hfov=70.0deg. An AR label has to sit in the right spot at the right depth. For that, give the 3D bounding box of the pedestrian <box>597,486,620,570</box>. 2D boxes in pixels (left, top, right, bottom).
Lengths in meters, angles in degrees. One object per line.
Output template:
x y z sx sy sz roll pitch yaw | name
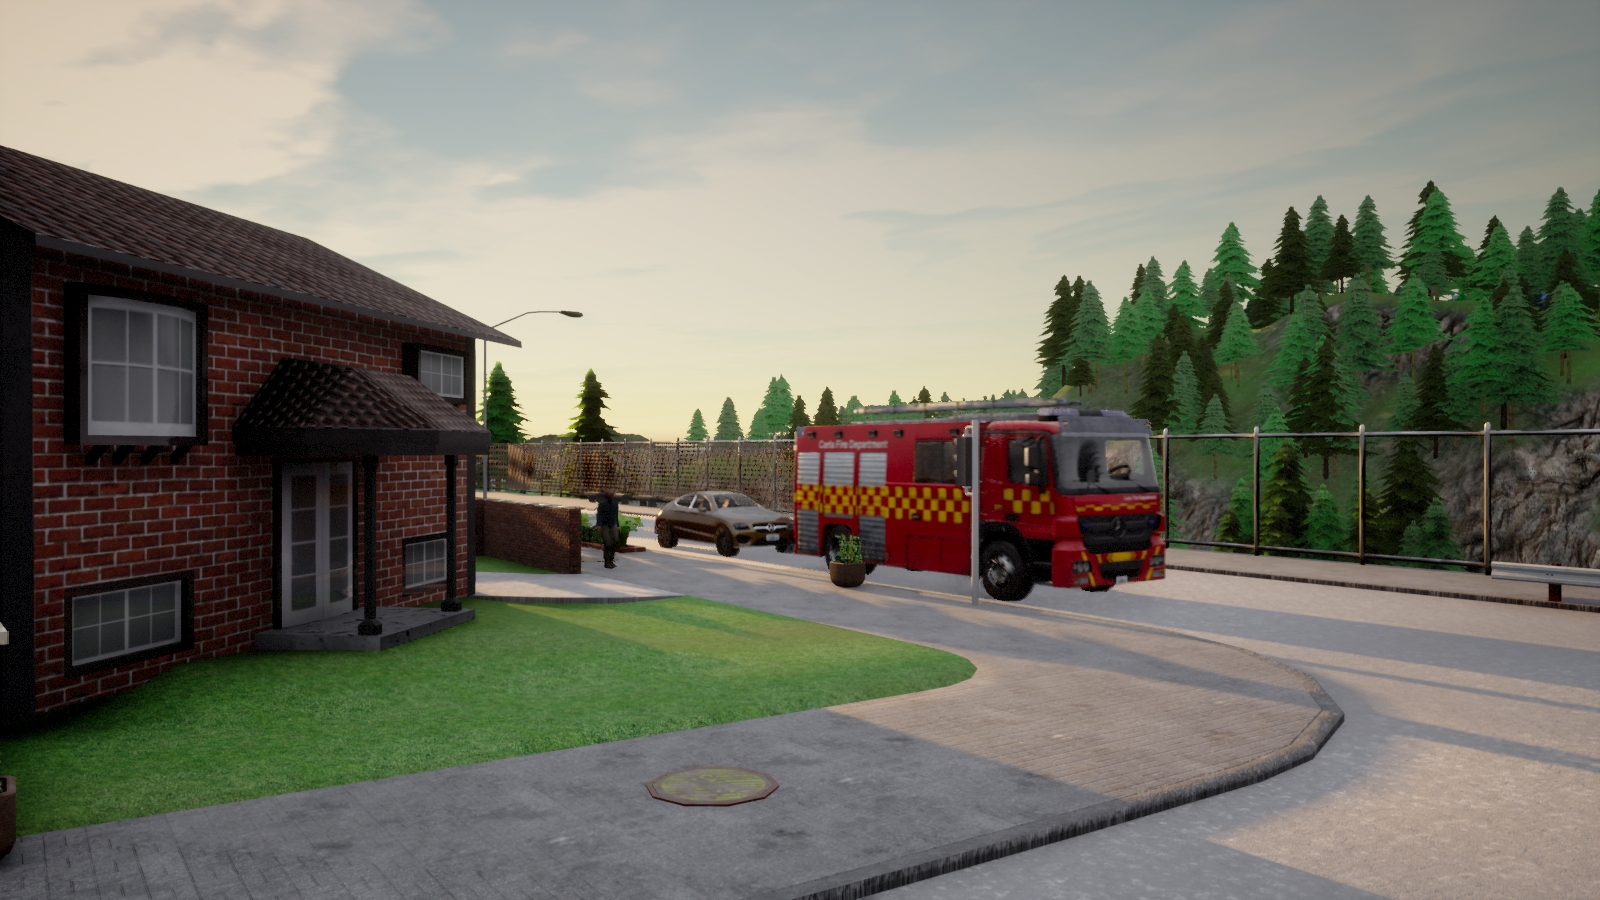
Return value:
-4.319 1.745 25.769 0.375 1.860 0.375 0 0 -36 | pedestrian

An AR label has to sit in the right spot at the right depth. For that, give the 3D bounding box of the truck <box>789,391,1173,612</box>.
3.364 0.891 24.018 2.891 3.827 8.468 0 0 -35 | truck

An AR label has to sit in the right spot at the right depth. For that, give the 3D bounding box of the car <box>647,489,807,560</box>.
-2.150 1.992 31.910 2.152 1.651 5.027 0 0 -35 | car
